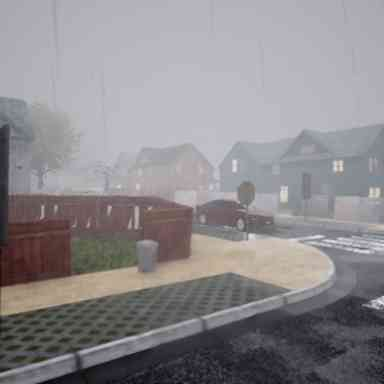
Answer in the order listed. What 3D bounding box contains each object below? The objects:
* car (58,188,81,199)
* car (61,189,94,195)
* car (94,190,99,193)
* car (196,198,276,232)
[{"bbox_3d":[-19.650,0.241,53.290,2.128,1.511,4.902,1,1,-35],"label":"car"},{"bbox_3d":[-14.203,0.559,40.797,2.033,1.411,5.357,1,1,-35],"label":"car"},{"bbox_3d":[-13.634,0.478,44.940,1.837,1.490,4.892,1,1,-36],"label":"car"},{"bbox_3d":[2.192,1.114,17.690,1.882,1.535,5.008,1,1,-34],"label":"car"}]
